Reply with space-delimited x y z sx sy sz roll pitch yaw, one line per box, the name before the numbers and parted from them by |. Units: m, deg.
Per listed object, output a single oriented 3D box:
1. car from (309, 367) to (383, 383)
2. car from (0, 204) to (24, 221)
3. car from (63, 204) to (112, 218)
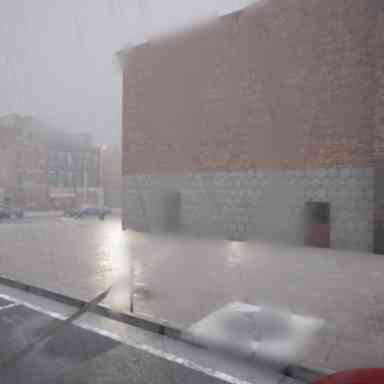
car | 2.461 1.540 1.044 4.507 1.381 1.887 0 1 36
car | -17.042 1.807 28.517 2.128 1.511 4.902 1 0 36
car | -11.305 1.993 36.538 2.033 1.411 5.357 1 0 35
